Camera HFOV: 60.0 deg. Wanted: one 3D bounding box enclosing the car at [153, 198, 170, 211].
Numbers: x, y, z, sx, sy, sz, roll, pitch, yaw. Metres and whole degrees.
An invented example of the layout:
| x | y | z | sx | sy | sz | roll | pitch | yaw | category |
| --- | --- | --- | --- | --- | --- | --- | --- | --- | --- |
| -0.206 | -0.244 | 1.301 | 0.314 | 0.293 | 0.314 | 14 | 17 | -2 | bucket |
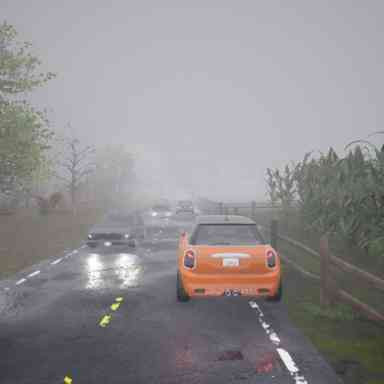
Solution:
| x | y | z | sx | sy | sz | roll | pitch | yaw | category |
| --- | --- | --- | --- | --- | --- | --- | --- | --- | --- |
| -3.628 | 1.451 | 39.996 | 1.882 | 1.535 | 5.008 | 0 | 0 | -1 | car |

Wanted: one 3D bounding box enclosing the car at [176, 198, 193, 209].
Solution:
| x | y | z | sx | sy | sz | roll | pitch | yaw | category |
| --- | --- | --- | --- | --- | --- | --- | --- | --- | --- |
| -0.691 | 1.528 | 34.423 | 2.033 | 1.411 | 5.357 | 0 | 0 | -1 | car |

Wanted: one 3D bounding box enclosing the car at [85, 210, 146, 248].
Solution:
| x | y | z | sx | sy | sz | roll | pitch | yaw | category |
| --- | --- | --- | --- | --- | --- | --- | --- | --- | --- |
| -3.179 | 1.543 | 14.978 | 2.033 | 1.411 | 5.357 | 0 | 0 | -1 | car |

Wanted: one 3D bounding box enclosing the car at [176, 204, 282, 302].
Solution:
| x | y | z | sx | sy | sz | roll | pitch | yaw | category |
| --- | --- | --- | --- | --- | --- | --- | --- | --- | --- |
| 0.716 | 1.350 | 8.437 | 2.097 | 1.767 | 4.553 | 0 | 0 | -1 | car |

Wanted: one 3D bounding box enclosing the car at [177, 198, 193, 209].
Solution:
| x | y | z | sx | sy | sz | roll | pitch | yaw | category |
| --- | --- | --- | --- | --- | --- | --- | --- | --- | --- |
| -0.921 | 1.530 | 44.934 | 1.994 | 1.385 | 4.181 | 0 | 0 | -1 | car |
